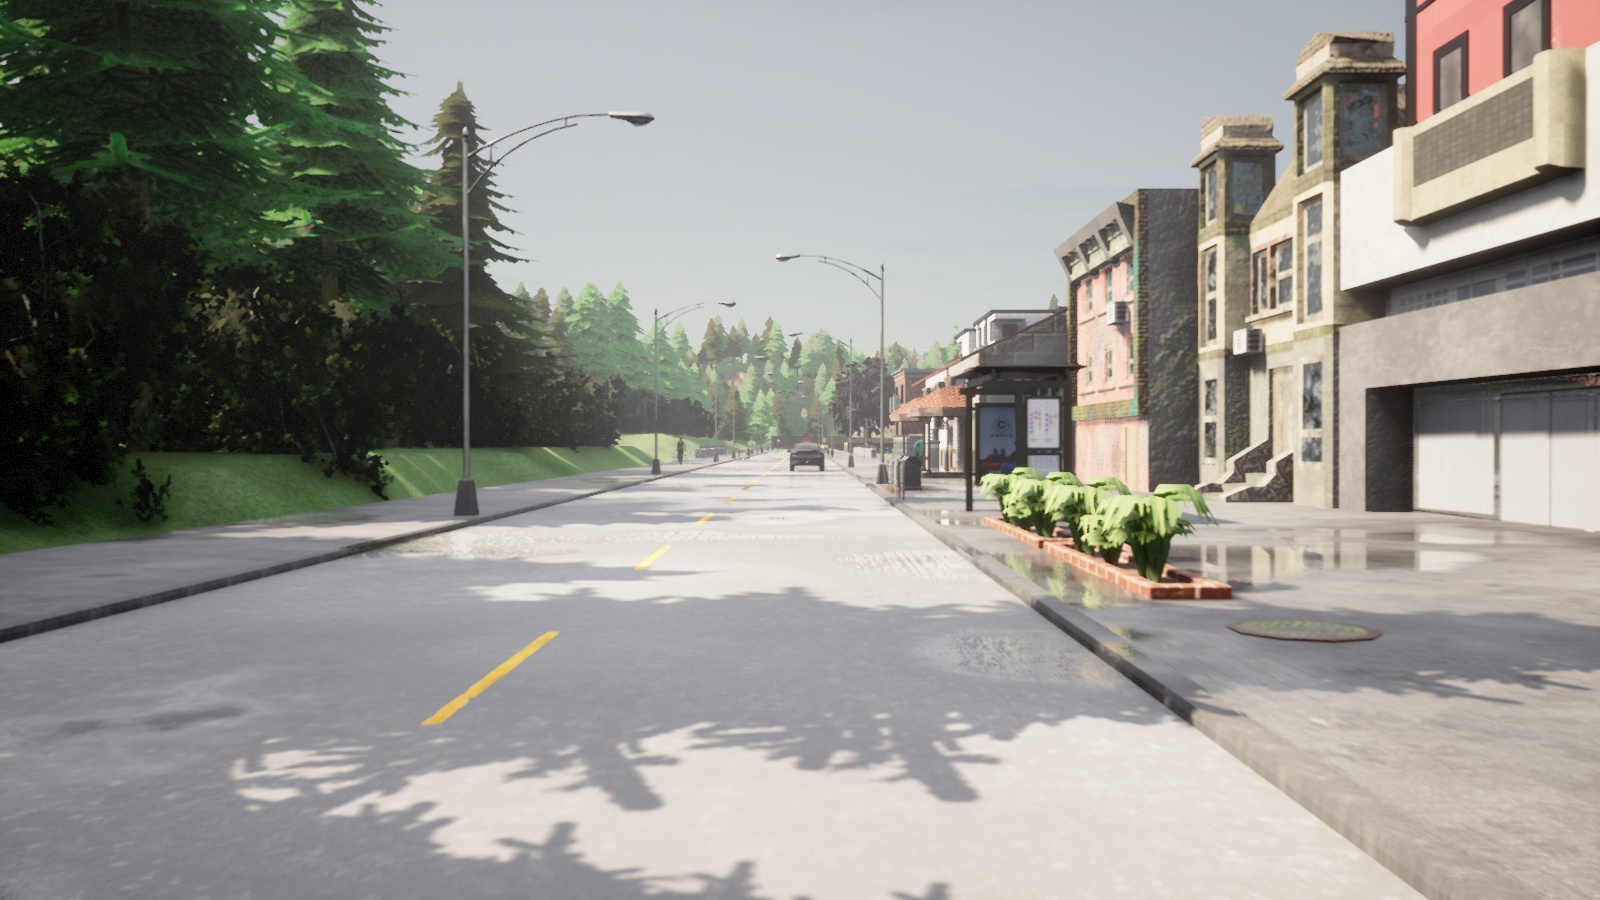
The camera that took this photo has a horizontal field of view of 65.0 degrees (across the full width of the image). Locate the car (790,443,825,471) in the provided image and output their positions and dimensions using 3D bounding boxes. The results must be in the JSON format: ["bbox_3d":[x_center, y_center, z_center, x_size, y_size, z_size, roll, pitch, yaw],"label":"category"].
[{"bbox_3d":[0.391,0.363,68.856,1.837,1.490,4.892,0,0,0],"label":"car"}]
